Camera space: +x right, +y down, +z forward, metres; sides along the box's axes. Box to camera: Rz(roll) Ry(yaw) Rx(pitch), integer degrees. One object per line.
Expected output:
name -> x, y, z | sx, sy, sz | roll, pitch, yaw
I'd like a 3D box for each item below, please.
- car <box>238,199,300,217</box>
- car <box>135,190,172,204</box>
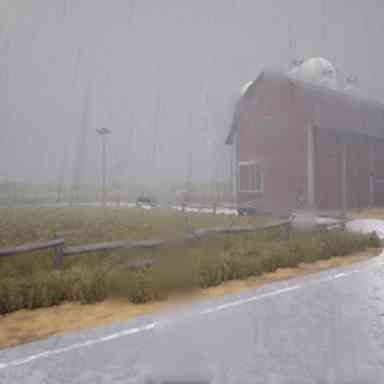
car -> 5.533, 1.322, 24.337 | 1.837, 1.490, 4.892 | -1, 0, -38
car -> -4.424, 0.766, 37.321 | 2.150, 2.045, 5.566 | -1, 0, -38
